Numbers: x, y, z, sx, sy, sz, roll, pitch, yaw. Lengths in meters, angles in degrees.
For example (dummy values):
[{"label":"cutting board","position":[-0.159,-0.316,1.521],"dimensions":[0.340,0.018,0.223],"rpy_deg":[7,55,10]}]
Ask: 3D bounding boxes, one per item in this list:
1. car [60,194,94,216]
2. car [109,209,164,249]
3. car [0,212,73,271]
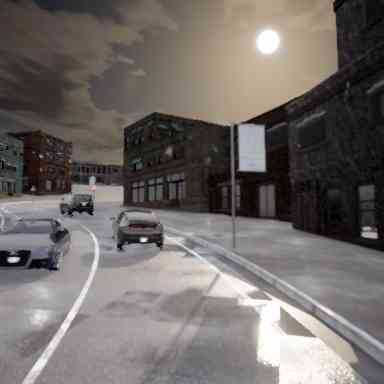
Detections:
[{"label":"car","position":[-11.113,1.185,32.019],"dimensions":[2.150,2.045,5.566],"rpy_deg":[3,-1,-33]},{"label":"car","position":[-2.504,1.534,14.769],"dimensions":[1.837,1.490,4.892],"rpy_deg":[1,0,-17]},{"label":"car","position":[-5.039,1.552,10.539],"dimensions":[1.994,1.385,4.181],"rpy_deg":[1,0,-13]}]
